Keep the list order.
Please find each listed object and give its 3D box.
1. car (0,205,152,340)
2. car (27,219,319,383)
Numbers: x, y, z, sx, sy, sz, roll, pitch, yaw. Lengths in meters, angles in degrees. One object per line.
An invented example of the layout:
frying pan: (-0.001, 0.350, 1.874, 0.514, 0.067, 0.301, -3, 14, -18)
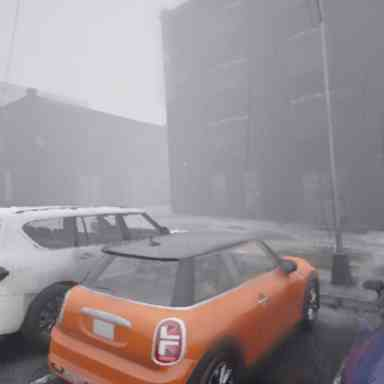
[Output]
car: (-1.900, 1.273, 6.708, 2.435, 2.045, 5.566, -1, 0, 35)
car: (0.356, 1.375, 5.025, 2.185, 1.767, 4.553, -1, 0, 35)
